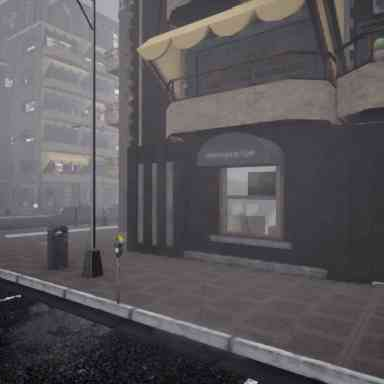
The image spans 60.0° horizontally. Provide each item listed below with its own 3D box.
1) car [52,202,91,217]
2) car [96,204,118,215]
[{"bbox_3d":[-12.770,1.821,35.347,1.967,1.590,4.097,-1,-1,35],"label":"car"},{"bbox_3d":[-9.482,2.063,39.967,1.802,1.307,4.206,-1,-1,35],"label":"car"}]
